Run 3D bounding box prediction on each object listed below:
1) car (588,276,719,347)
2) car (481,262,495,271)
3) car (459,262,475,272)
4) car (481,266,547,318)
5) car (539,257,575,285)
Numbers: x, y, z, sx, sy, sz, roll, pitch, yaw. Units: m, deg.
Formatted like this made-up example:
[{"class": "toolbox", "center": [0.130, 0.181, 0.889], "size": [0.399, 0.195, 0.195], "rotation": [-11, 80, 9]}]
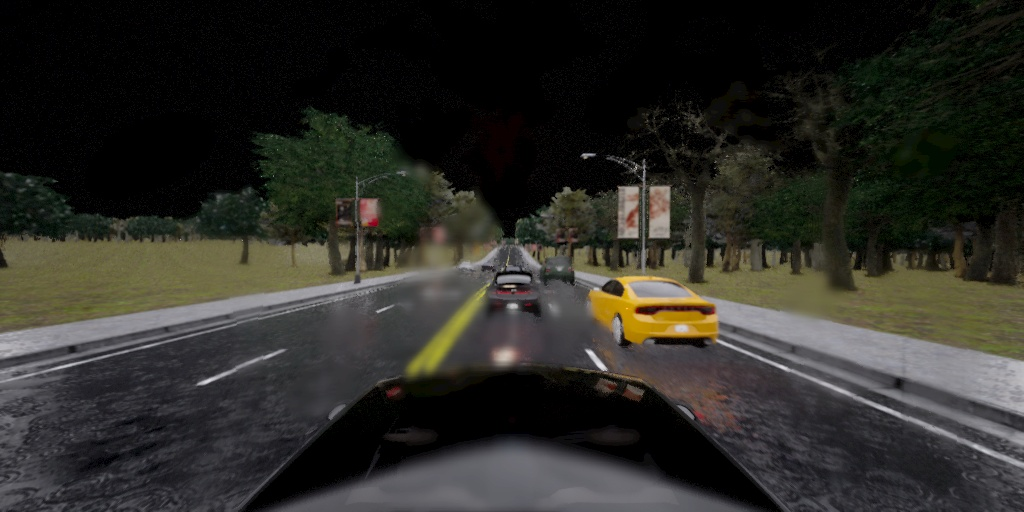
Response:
[{"class": "car", "center": [3.301, 1.246, 9.388], "size": [1.882, 1.535, 5.008], "rotation": [0, 0, 1]}, {"class": "car", "center": [-3.321, 1.577, 50.886], "size": [2.033, 1.411, 5.357], "rotation": [0, -1, 0]}, {"class": "car", "center": [-6.557, 1.573, 52.532], "size": [1.812, 1.442, 4.674], "rotation": [0, -1, 0]}, {"class": "car", "center": [0.075, 1.287, 13.194], "size": [1.837, 1.490, 4.892], "rotation": [0, 0, 0]}, {"class": "car", "center": [3.321, 1.068, 26.986], "size": [2.150, 2.045, 5.566], "rotation": [0, 0, 0]}]
